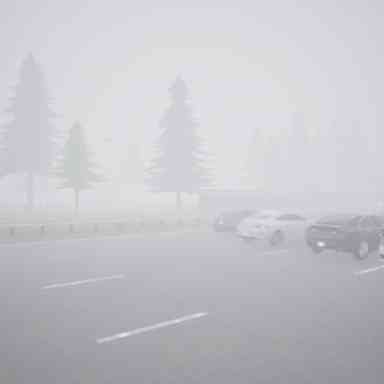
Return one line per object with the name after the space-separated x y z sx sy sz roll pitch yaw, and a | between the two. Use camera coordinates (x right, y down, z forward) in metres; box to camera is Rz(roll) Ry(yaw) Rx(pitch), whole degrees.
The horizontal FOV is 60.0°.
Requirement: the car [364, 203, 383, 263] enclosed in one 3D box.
7.304 1.255 9.019 5.566 2.045 2.150 1 -1 -34 | car

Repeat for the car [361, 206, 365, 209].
15.846 1.633 27.973 4.674 1.442 1.812 0 0 -35 | car

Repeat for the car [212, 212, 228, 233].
3.201 1.614 18.960 4.181 1.385 1.994 0 0 -35 | car

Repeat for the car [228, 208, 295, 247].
4.130 1.571 15.332 4.674 1.442 1.812 1 0 -35 | car

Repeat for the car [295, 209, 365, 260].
6.329 1.548 12.601 4.892 1.490 1.837 1 -1 -35 | car
